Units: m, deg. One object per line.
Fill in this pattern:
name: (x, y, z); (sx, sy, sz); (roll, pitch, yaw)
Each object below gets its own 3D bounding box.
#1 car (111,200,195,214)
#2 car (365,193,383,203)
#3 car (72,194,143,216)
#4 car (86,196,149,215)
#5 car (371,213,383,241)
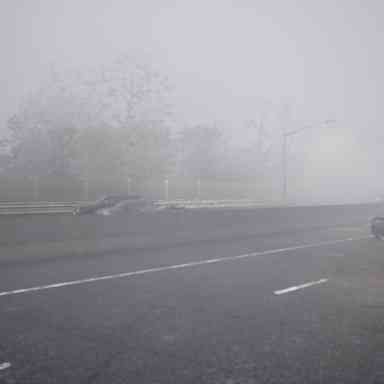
car: (-1.953, 1.472, 19.797); (4.902, 1.511, 2.128); (0, 0, -36)
car: (28.284, 1.124, 49.899); (5.566, 2.045, 2.150); (0, 0, -35)
car: (-6.167, 1.202, 25.390); (5.566, 2.045, 2.150); (0, 0, -36)
car: (-4.334, 1.333, 22.397); (4.553, 1.767, 2.097); (0, 0, -35)
car: (10.143, 1.460, 15.281); (4.902, 1.511, 2.128); (0, 0, -35)
